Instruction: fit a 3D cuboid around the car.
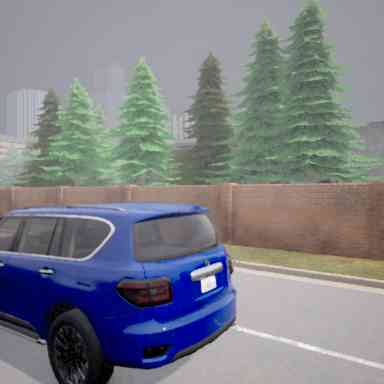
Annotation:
[{"bbox_3d":[-1.989,1.213,5.405,5.566,2.045,2.150,-1,-1,35],"label":"car"}]
